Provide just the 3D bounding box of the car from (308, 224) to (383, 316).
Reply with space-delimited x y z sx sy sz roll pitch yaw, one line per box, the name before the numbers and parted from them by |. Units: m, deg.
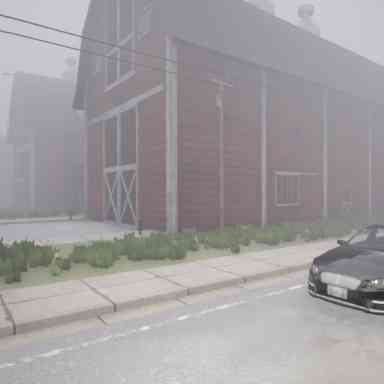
car | 4.521 1.464 7.216 4.902 1.511 2.128 0 0 -36
